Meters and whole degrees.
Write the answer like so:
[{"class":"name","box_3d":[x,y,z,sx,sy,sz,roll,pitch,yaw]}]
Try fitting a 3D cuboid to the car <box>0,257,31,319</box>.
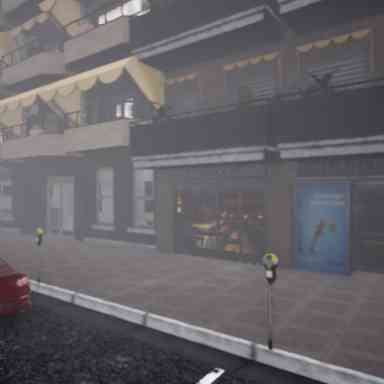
[{"class":"car","box_3d":[-4.629,1.607,6.177,4.206,1.307,1.802,0,0,36]}]
